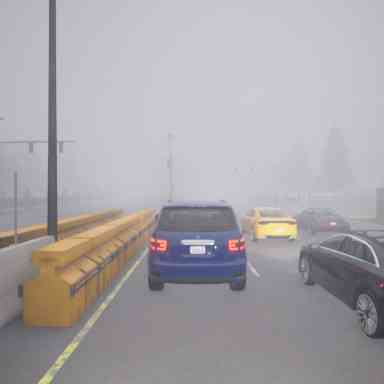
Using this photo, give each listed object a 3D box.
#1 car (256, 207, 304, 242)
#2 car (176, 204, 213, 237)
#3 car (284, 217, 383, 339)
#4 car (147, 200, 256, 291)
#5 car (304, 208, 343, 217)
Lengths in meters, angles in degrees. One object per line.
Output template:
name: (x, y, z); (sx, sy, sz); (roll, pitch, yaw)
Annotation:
car: (3.627, 1.477, 16.391); (1.882, 1.535, 5.008); (0, 0, 0)
car: (0.131, 1.504, 19.002); (1.837, 1.490, 4.892); (0, 0, 0)
car: (3.608, 1.491, 6.549); (2.128, 1.511, 4.902); (0, 0, 0)
car: (0.116, 1.221, 9.153); (2.150, 2.045, 5.566); (0, 0, 0)
car: (7.131, 1.564, 18.785); (1.994, 1.385, 4.181); (0, 0, 0)
